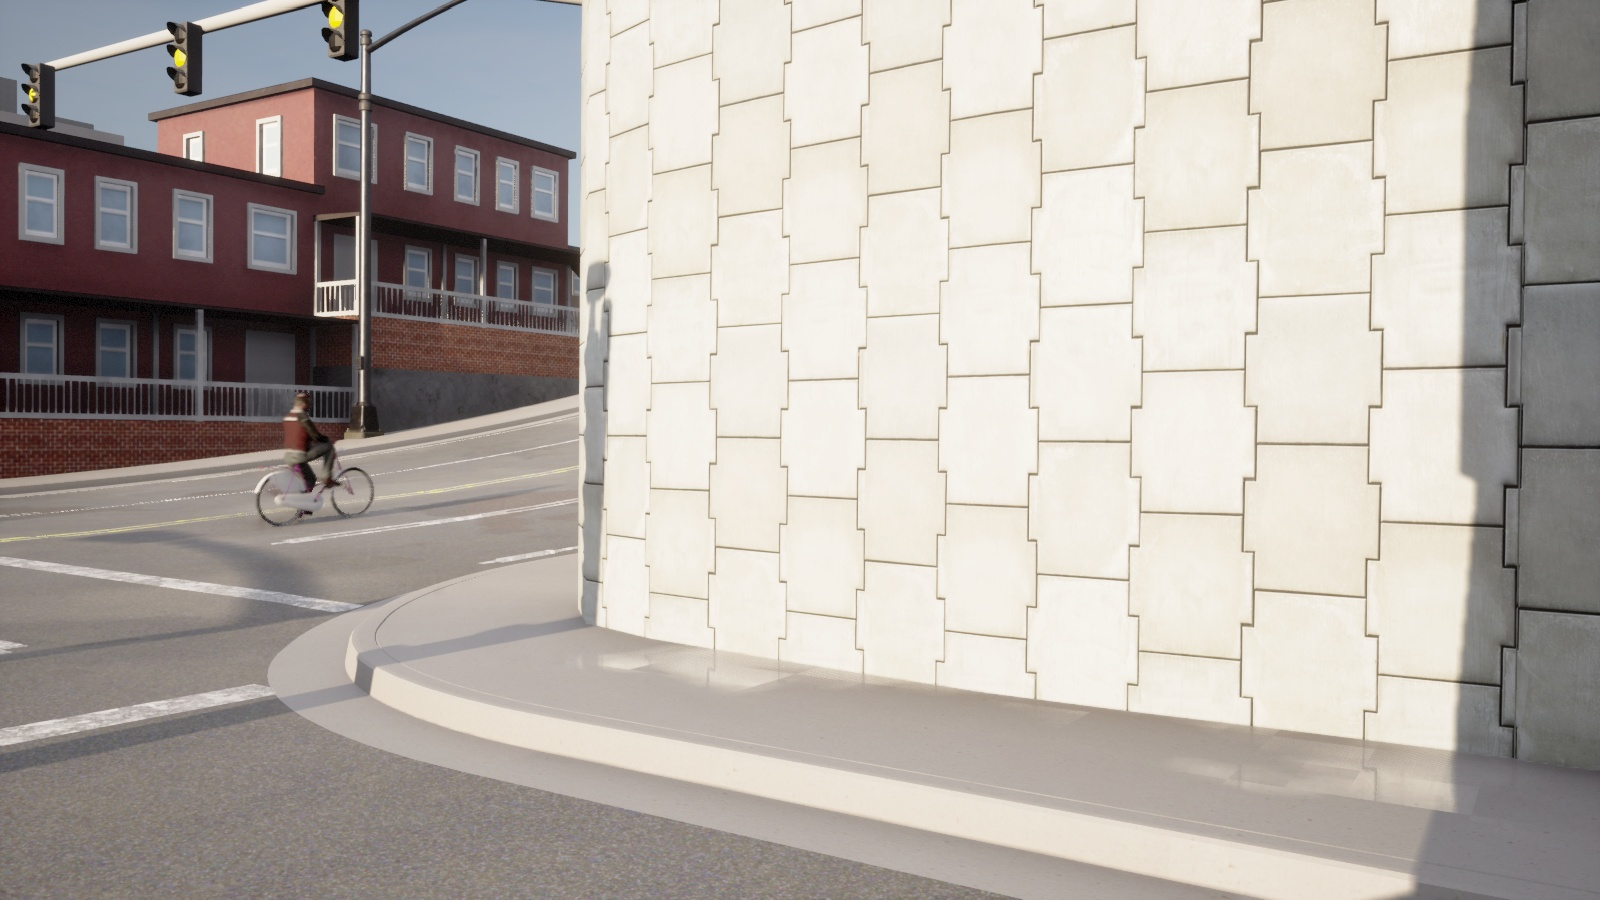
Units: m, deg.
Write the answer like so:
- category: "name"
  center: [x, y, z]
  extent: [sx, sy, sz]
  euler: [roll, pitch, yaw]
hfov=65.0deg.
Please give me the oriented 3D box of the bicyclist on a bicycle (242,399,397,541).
- category: "bicyclist on a bicycle"
  center: [-6.531, 0.231, 17.171]
  extent: [0.659, 1.776, 1.843]
  euler: [0, 4, 33]
